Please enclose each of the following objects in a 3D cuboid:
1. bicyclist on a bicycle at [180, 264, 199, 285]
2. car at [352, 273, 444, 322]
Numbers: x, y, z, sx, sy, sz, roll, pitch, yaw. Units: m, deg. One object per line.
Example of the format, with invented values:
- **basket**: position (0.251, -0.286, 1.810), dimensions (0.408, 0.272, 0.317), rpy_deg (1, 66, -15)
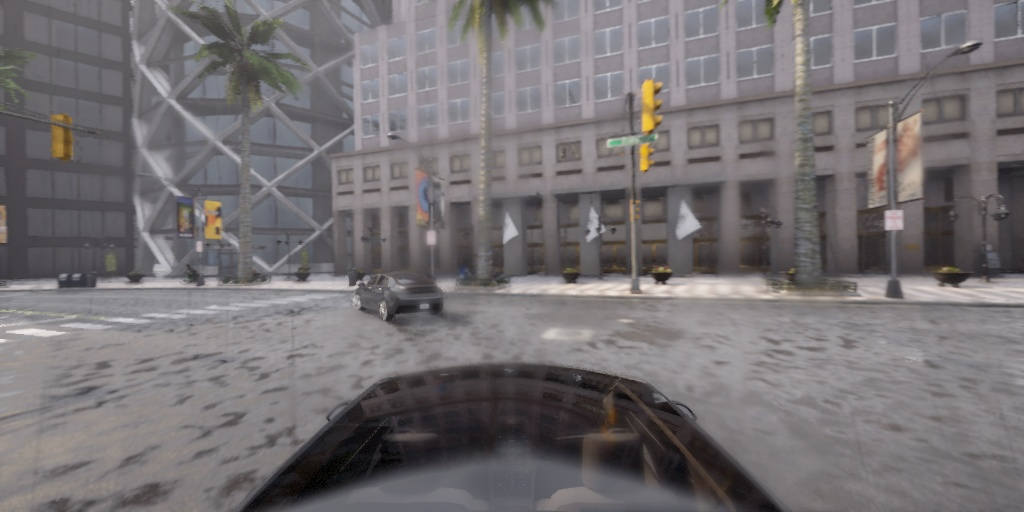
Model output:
- **bicyclist on a bicycle**: position (-26.372, 1.510, 29.376), dimensions (0.582, 1.620, 1.656), rpy_deg (-1, 0, 7)
- **car**: position (-4.213, 1.331, 12.921), dimensions (1.837, 1.490, 4.892), rpy_deg (1, -1, -39)
